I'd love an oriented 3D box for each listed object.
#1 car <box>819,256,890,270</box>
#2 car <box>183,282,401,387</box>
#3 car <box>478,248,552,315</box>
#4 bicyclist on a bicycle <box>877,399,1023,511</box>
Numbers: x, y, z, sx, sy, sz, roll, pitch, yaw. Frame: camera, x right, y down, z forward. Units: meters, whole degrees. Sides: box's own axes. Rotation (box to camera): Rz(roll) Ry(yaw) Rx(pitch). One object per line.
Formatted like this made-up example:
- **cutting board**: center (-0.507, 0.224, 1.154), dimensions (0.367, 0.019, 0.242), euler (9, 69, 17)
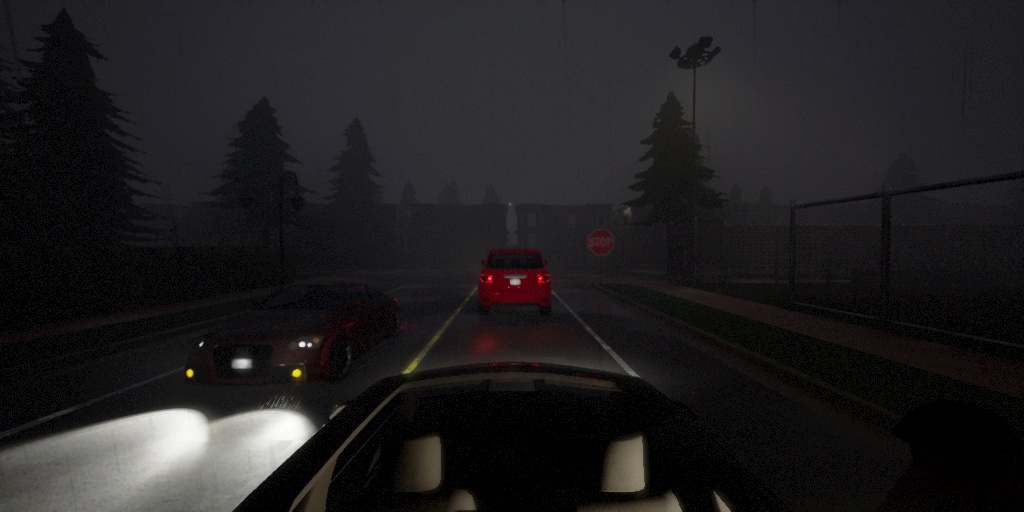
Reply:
- **car**: center (29.659, 0.646, 31.218), dimensions (4.718, 1.301, 1.895), euler (0, 1, 0)
- **car**: center (-3.580, 1.202, 6.739), dimensions (1.994, 1.385, 4.181), euler (0, 1, 0)
- **car**: center (0.077, 0.730, 12.350), dimensions (2.150, 2.045, 5.566), euler (0, 1, 0)
- **bicyclist on a bicycle**: center (1.382, 1.214, 0.975), dimensions (1.656, 1.620, 0.582), euler (-2, 1, 0)
